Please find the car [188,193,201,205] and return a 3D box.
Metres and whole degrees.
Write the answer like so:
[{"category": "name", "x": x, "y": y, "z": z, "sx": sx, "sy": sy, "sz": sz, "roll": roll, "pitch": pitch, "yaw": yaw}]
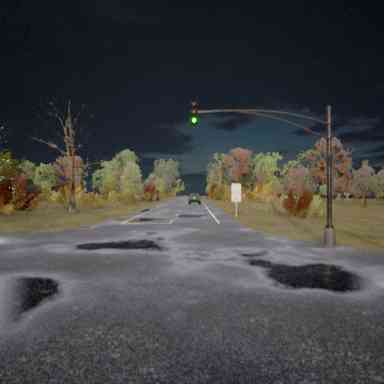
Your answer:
[{"category": "car", "x": 0.473, "y": 1.237, "z": 59.234, "sx": 2.150, "sy": 2.045, "sz": 5.566, "roll": 0, "pitch": 0, "yaw": 0}]
